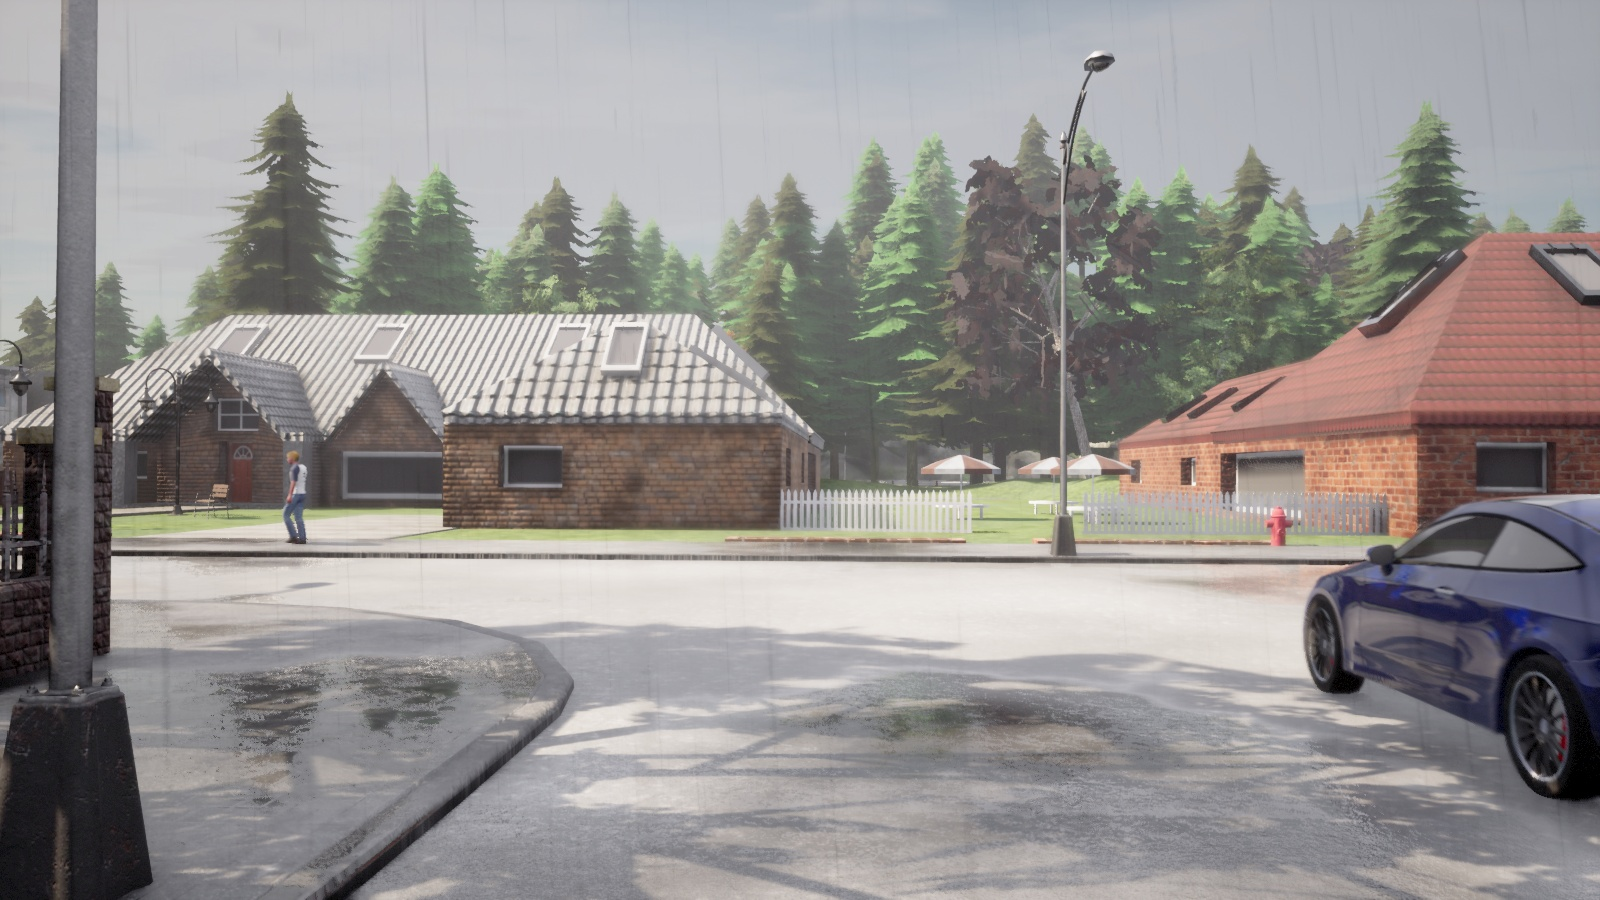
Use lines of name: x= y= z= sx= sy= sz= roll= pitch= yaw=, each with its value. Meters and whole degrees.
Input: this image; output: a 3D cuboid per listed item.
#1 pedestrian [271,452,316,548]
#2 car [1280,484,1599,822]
pedestrian: x=-9.760 y=0.966 z=24.212 sx=0.706 sy=1.836 sz=0.354 roll=0 pitch=-1 yaw=2
car: x=4.518 y=0.946 z=7.352 sx=1.812 sy=1.442 sz=4.674 roll=0 pitch=-1 yaw=3
